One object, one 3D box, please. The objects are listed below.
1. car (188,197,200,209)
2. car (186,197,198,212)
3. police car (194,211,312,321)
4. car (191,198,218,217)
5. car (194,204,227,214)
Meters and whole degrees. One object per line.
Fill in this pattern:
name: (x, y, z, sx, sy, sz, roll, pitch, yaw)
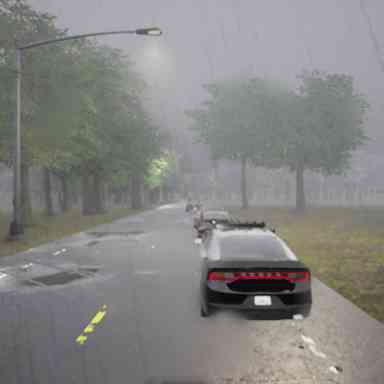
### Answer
car: (0.335, 1.883, 59.023, 2.150, 2.045, 5.566, 0, -1, 0)
car: (0.302, 1.792, 45.040, 2.097, 1.767, 4.553, 0, -1, 1)
police car: (1.100, 1.478, 7.685, 1.930, 1.638, 5.238, 0, 0, 0)
car: (1.187, 1.524, 23.549, 2.097, 1.767, 4.553, 0, -1, 0)
car: (1.155, 1.628, 17.575, 1.837, 1.490, 4.892, 0, 0, 0)
